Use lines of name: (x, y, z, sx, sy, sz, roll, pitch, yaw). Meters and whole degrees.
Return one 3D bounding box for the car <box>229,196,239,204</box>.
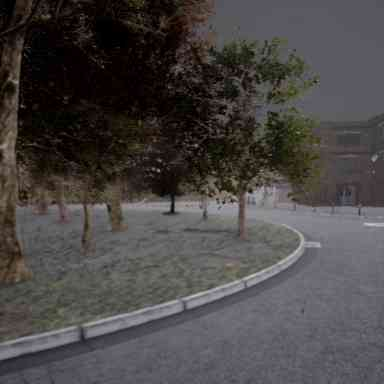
car: (7.881, 1.514, 60.199, 2.033, 1.411, 5.357, 0, -1, 13)
